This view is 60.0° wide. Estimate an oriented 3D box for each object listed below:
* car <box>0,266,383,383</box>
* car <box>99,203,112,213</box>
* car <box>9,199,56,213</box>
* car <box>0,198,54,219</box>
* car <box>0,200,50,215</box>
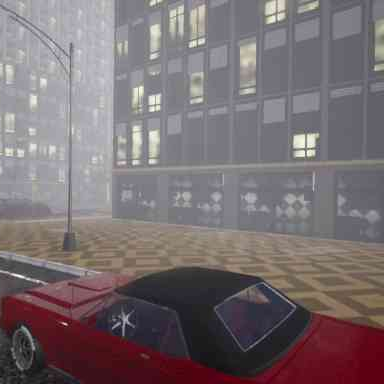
[{"bbox_3d":[-0.308,1.600,3.911,4.718,1.301,1.895,0,0,36],"label":"car"},{"bbox_3d":[-8.875,1.829,39.937,1.752,1.417,4.829,1,0,37],"label":"car"},{"bbox_3d":[-19.169,1.642,40.131,1.752,1.417,4.829,1,0,37],"label":"car"},{"bbox_3d":[-15.700,1.519,30.745,2.192,1.841,5.009,1,0,37],"label":"car"},{"bbox_3d":[-18.504,1.643,36.669,1.837,1.490,4.892,1,0,37],"label":"car"}]
